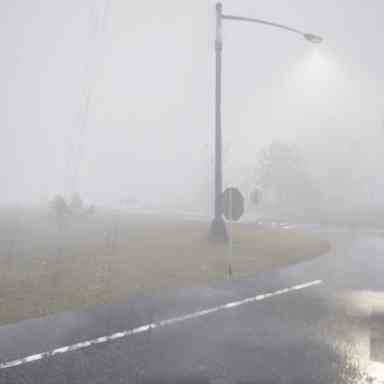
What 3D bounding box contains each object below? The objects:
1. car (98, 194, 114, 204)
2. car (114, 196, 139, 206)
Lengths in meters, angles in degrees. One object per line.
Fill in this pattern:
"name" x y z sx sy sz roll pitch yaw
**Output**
"car" -15.744 1.171 61.230 2.097 1.767 4.553 0 0 -34
"car" -10.047 1.330 52.703 2.128 1.511 4.902 0 0 -33
